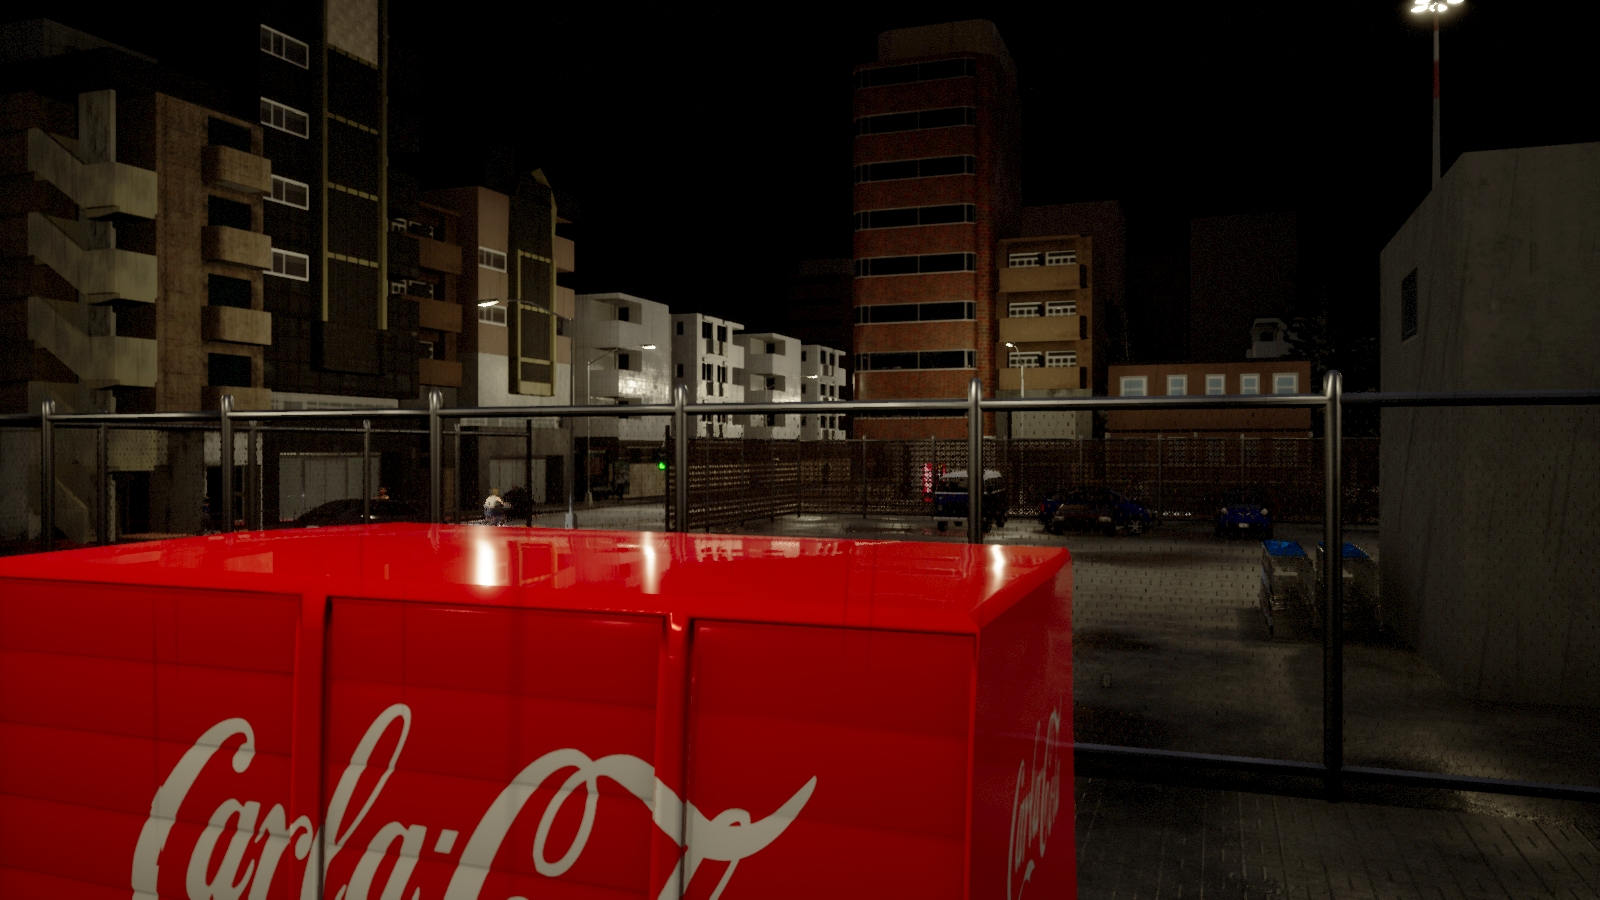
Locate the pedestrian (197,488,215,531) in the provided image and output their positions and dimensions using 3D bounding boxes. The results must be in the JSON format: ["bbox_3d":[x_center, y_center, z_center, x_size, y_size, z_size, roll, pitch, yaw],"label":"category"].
[{"bbox_3d":[-18.230,1.815,35.067,0.375,1.300,0.375,0,0,43],"label":"pedestrian"}]

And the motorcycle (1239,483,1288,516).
[{"bbox_3d":[18.400,1.962,45.402,1.805,1.236,0.856,0,0,20],"label":"motorcycle"}]

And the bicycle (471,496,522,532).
[{"bbox_3d":[-9.748,2.045,36.746,0.859,1.080,1.487,0,-1,20],"label":"bicycle"}]

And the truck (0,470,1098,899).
[{"bbox_3d":[-1.648,1.349,4.450,5.204,2.467,2.627,0,0,20],"label":"truck"}]

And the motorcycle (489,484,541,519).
[{"bbox_3d":[-11.124,1.995,44.670,0.867,1.251,2.209,0,0,20],"label":"motorcycle"}]

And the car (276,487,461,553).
[{"bbox_3d":[-11.743,1.851,31.506,2.163,1.488,4.792,0,0,20],"label":"car"}]
